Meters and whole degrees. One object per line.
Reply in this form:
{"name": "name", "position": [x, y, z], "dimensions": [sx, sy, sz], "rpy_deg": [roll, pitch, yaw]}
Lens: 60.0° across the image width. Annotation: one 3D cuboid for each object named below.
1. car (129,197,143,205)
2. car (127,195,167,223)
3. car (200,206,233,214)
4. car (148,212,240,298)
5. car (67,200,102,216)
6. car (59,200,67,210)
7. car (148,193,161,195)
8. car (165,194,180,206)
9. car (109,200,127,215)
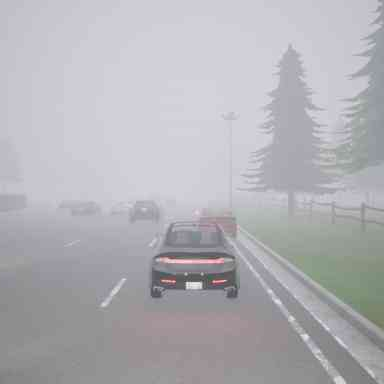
{"name": "car", "position": [-10.361, 1.601, 62.087], "dimensions": [1.895, 1.301, 4.718], "rpy_deg": [0, 0, 0]}
{"name": "car", "position": [-3.385, 1.352, 25.711], "dimensions": [2.097, 1.767, 4.553], "rpy_deg": [0, 0, 0]}
{"name": "car", "position": [1.236, 1.478, 17.821], "dimensions": [1.882, 1.535, 5.008], "rpy_deg": [0, 0, 0]}
{"name": "car", "position": [0.057, 1.492, 8.480], "dimensions": [2.128, 1.511, 4.902], "rpy_deg": [0, 0, 0]}
{"name": "car", "position": [-10.380, 1.564, 32.970], "dimensions": [1.994, 1.385, 4.181], "rpy_deg": [0, 0, 0]}
{"name": "car", "position": [-15.485, 1.601, 42.124], "dimensions": [1.895, 1.301, 4.718], "rpy_deg": [0, 0, -12]}
{"name": "car", "position": [-6.862, 1.223, 63.582], "dimensions": [2.150, 2.045, 5.566], "rpy_deg": [0, 0, 0]}
{"name": "car", "position": [-3.379, 1.525, 53.736], "dimensions": [1.812, 1.442, 4.674], "rpy_deg": [0, 0, 0]}
{"name": "car", "position": [-6.893, 1.525, 33.368], "dimensions": [1.812, 1.442, 4.674], "rpy_deg": [0, 0, 0]}
